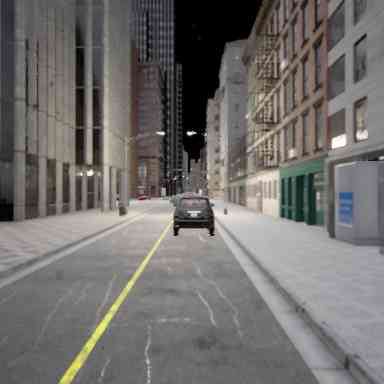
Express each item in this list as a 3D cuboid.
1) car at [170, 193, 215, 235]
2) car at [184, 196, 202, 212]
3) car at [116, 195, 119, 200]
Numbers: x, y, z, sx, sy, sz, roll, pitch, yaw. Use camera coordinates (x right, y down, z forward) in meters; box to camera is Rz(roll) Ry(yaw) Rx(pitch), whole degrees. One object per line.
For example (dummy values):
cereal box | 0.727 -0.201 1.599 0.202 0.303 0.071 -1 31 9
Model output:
car | 0.102 1.230 19.008 2.150 2.045 5.566 0 0 0
car | 0.104 1.378 39.982 2.097 1.767 4.553 0 0 0
car | -19.628 1.604 87.805 5.009 1.841 2.192 -1 0 0
